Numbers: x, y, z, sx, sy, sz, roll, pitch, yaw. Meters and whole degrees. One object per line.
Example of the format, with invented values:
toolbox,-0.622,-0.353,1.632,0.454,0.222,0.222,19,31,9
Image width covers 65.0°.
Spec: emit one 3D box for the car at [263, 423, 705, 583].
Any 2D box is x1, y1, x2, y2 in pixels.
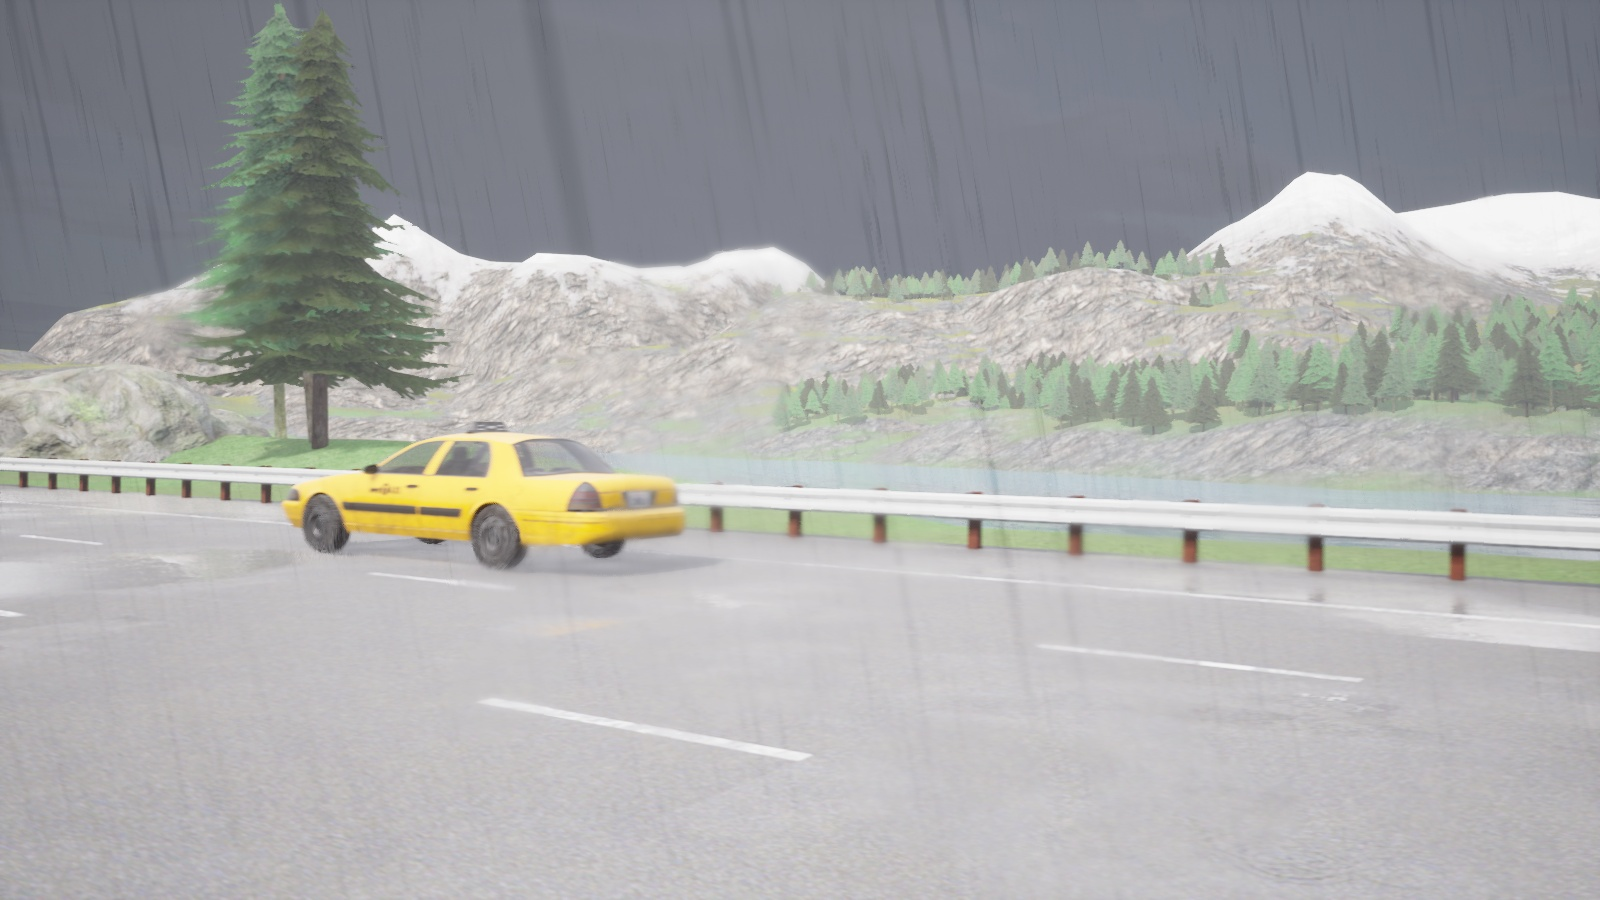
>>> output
car,-3.785,0.506,14.541,5.366,1.575,1.801,0,1,34
